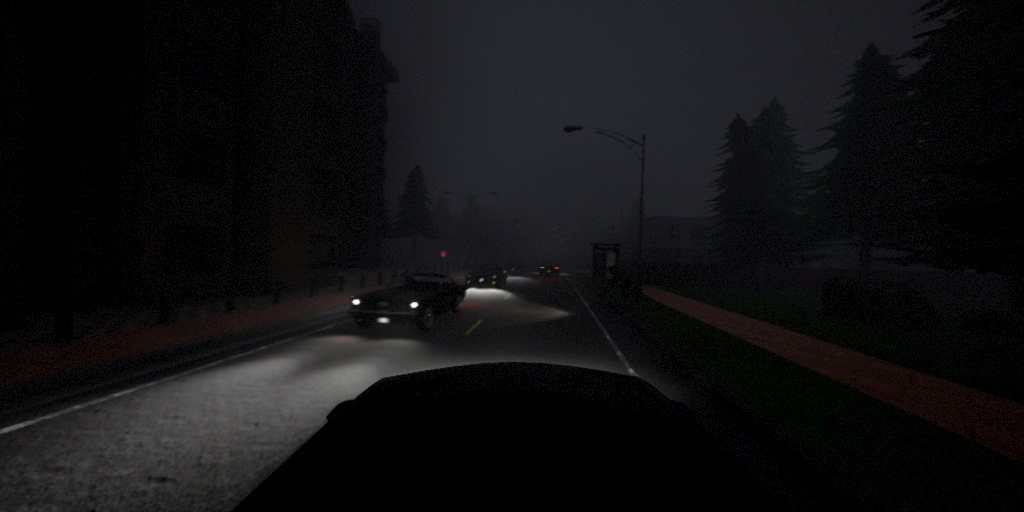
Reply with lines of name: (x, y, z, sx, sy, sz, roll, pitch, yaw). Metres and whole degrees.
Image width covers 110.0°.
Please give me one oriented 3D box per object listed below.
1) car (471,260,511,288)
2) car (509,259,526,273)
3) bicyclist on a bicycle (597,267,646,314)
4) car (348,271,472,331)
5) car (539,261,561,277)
car: (-1.480, 1.140, 21.862, 1.994, 1.385, 4.181, 2, 0, 6)
car: (0.348, 0.948, 37.062, 1.895, 1.301, 4.718, 2, 0, 6)
bicyclist on a bicycle: (3.701, 1.168, 12.355, 1.656, 1.620, 0.582, -7, -1, 6)
car: (-2.769, 1.200, 10.612, 1.895, 1.301, 4.718, 2, 0, 6)
car: (3.644, 1.201, 34.871, 1.812, 1.442, 4.674, 2, 0, 7)
